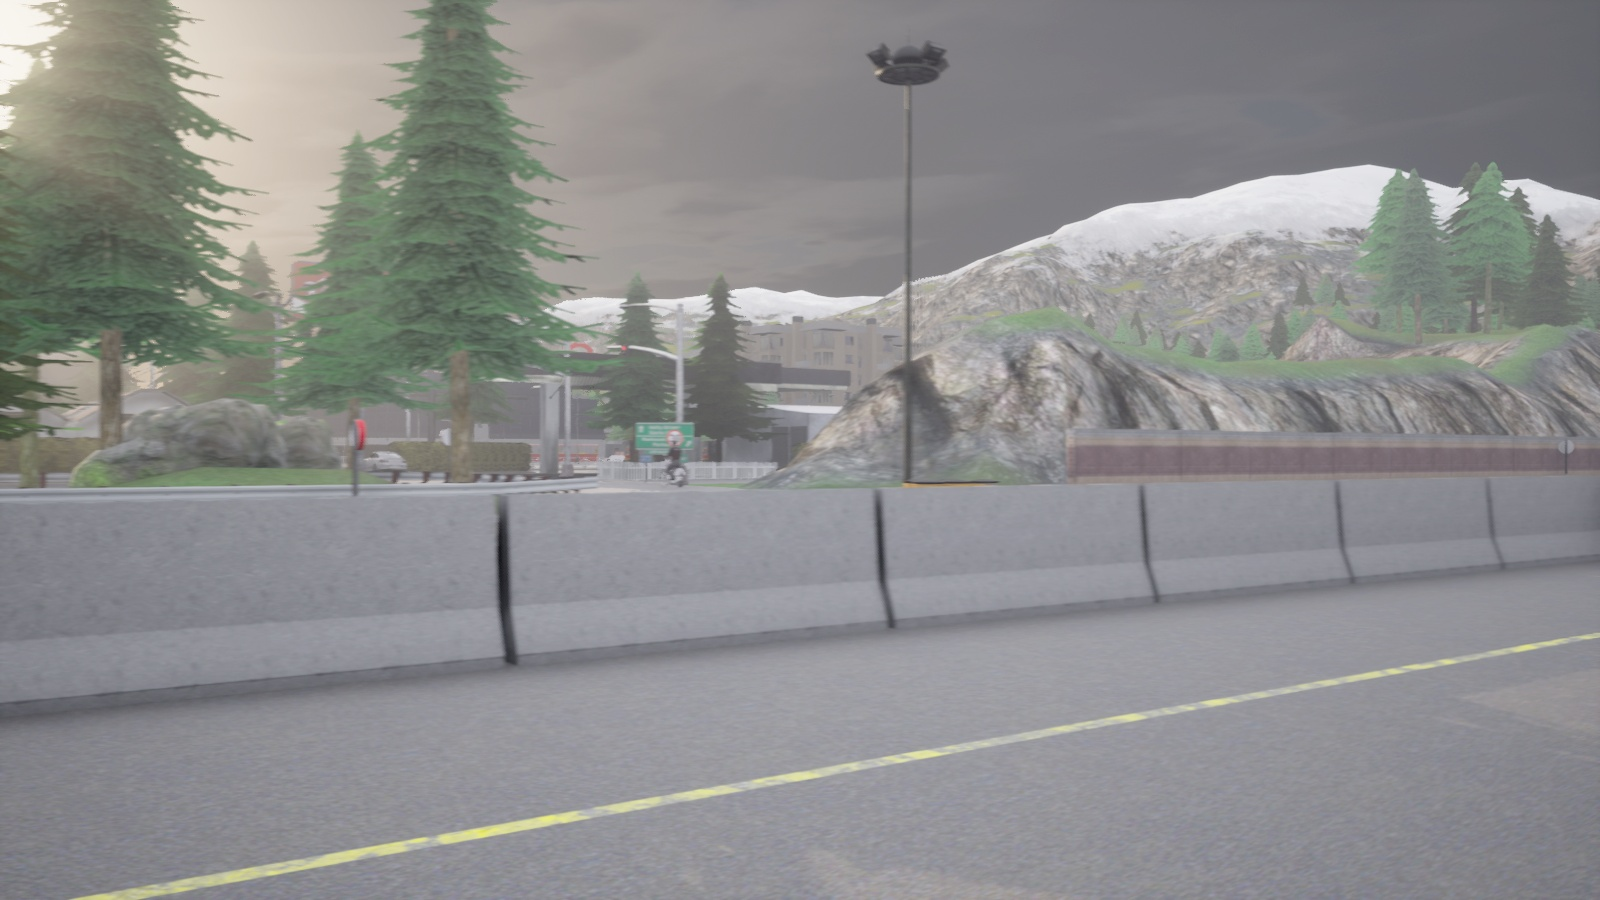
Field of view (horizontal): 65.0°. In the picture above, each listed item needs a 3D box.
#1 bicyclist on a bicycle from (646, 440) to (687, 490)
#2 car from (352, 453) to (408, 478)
[{"bbox_3d":[-4.902,0.544,45.949,0.659,1.776,1.843,0,0,-36],"label":"bicyclist on a bicycle"},{"bbox_3d":[-24.935,0.901,74.428,1.812,1.442,4.674,2,-1,-35],"label":"car"}]
